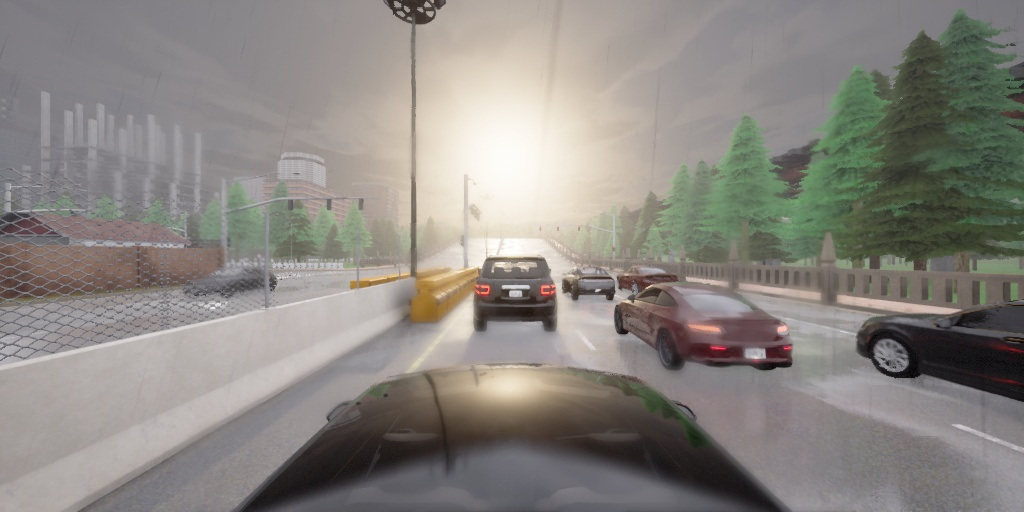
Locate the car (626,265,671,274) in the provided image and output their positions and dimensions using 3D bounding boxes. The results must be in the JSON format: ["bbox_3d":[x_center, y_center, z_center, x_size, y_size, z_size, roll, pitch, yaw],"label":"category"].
[{"bbox_3d":[7.082,1.227,19.315,1.882,1.535,5.008,0,0,0],"label":"car"}]

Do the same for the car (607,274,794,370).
[{"bbox_3d":[3.597,1.276,7.595,1.812,1.442,4.674,0,0,0],"label":"car"}]

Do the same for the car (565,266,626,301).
[{"bbox_3d":[3.585,1.241,17.416,2.128,1.511,4.902,0,0,0],"label":"car"}]

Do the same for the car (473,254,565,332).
[{"bbox_3d":[0.088,0.971,11.038,2.150,2.045,5.566,0,0,0],"label":"car"}]

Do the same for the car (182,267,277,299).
[{"bbox_3d":[-14.080,1.275,18.263,1.812,1.442,4.674,0,0,0],"label":"car"}]

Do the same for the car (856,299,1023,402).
[{"bbox_3d":[7.097,1.256,4.389,1.837,1.490,4.892,0,0,0],"label":"car"}]
